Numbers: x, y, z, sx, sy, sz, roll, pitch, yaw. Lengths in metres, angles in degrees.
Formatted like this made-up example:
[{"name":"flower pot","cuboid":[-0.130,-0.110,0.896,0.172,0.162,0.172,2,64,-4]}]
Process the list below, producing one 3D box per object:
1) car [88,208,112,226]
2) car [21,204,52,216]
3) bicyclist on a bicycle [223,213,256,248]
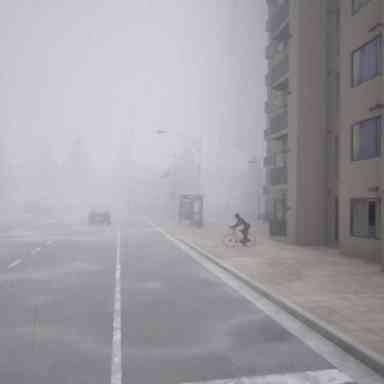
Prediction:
[{"name":"car","cuboid":[-8.493,2.246,30.814,1.882,1.535,5.008,2,-2,-12]},{"name":"car","cuboid":[-21.156,2.404,45.264,4.892,1.490,1.837,1,-2,30]},{"name":"bicyclist on a bicycle","cuboid":[2.276,1.842,15.791,1.656,1.620,0.582,1,-2,-12]}]
